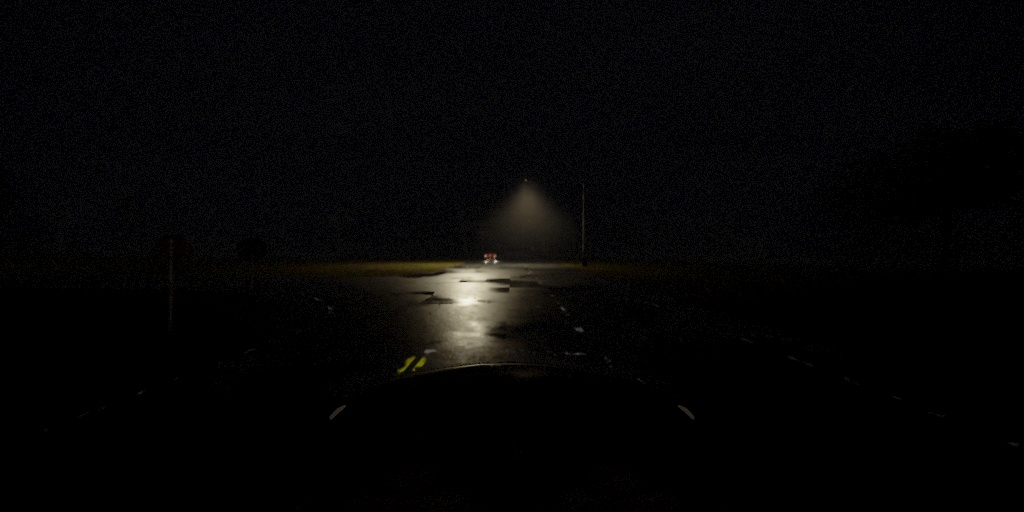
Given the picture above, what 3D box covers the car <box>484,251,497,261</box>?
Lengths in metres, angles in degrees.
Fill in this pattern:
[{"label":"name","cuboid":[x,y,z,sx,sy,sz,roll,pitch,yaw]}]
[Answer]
[{"label":"car","cuboid":[-3.688,-0.099,62.538,2.097,1.767,4.553,0,1,0]}]
